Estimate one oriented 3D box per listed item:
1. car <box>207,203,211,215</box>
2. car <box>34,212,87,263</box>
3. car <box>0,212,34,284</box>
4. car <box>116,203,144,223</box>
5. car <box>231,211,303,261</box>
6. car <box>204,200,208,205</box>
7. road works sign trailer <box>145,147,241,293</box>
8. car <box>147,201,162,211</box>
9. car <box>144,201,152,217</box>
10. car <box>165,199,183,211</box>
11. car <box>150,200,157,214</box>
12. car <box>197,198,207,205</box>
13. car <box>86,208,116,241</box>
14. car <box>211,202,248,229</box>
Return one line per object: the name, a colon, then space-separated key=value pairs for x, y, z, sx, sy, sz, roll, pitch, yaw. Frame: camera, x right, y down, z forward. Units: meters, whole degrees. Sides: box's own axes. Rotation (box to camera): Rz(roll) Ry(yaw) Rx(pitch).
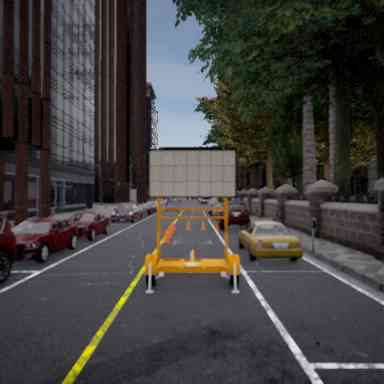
car: x=2.822 y=1.919 z=34.562 sx=1.752 sy=1.417 sz=4.829 roll=0 pitch=-1 yaw=0
car: x=-5.742 y=1.686 z=12.577 sx=1.887 sy=1.381 sz=4.507 roll=0 pitch=-1 yaw=0
car: x=-5.751 y=1.396 z=7.123 sx=2.192 sy=1.841 sz=5.009 roll=0 pitch=-1 yaw=0
car: x=-5.713 y=1.770 z=28.949 sx=1.967 sy=1.590 sz=4.097 roll=0 pitch=-1 yaw=0
car: x=2.784 y=1.668 z=12.737 sx=1.752 sy=1.417 sz=4.829 roll=0 pitch=-1 yaw=0
car: x=2.831 y=2.021 z=39.848 sx=1.947 sy=1.339 sz=4.313 roll=0 pitch=-1 yaw=0
road works sign trailer: x=0.015 y=0.567 z=9.131 sx=2.380 sy=3.560 sz=2.880 roll=0 pitch=-1 yaw=0
car: x=-5.676 y=2.106 z=50.604 sx=1.752 sy=1.417 sz=4.829 roll=0 pitch=-1 yaw=0
car: x=-5.704 y=1.943 z=34.404 sx=2.008 sy=1.369 sz=4.403 roll=0 pitch=-1 yaw=0
car: x=-2.910 y=2.116 z=49.568 sx=2.033 sy=1.411 sz=5.357 roll=0 pitch=-1 yaw=0
car: x=-5.694 y=2.000 z=39.861 sx=1.887 sy=1.381 sz=4.507 roll=0 pitch=-1 yaw=0
car: x=2.905 y=2.400 z=82.729 sx=1.967 sy=1.590 sz=4.097 roll=0 pitch=-1 yaw=0
car: x=-5.732 y=1.749 z=18.034 sx=1.887 sy=1.381 sz=4.507 roll=0 pitch=-1 yaw=0
car: x=2.802 y=1.581 z=23.482 sx=2.192 sy=1.841 sz=5.009 roll=0 pitch=-1 yaw=0
